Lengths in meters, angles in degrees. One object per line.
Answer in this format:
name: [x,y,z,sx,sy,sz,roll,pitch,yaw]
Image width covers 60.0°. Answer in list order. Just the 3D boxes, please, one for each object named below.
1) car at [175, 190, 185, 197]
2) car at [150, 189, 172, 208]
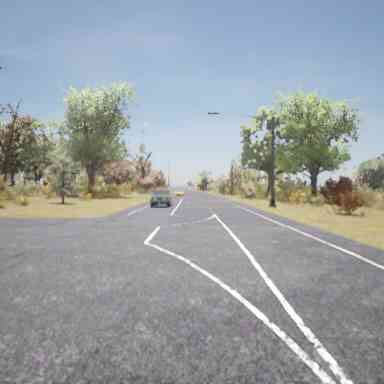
car: [-2.848,0.283,77.348,1.882,1.535,5.008,0,1,5]
car: [-3.403,0.641,37.456,2.150,2.045,5.566,0,1,0]
